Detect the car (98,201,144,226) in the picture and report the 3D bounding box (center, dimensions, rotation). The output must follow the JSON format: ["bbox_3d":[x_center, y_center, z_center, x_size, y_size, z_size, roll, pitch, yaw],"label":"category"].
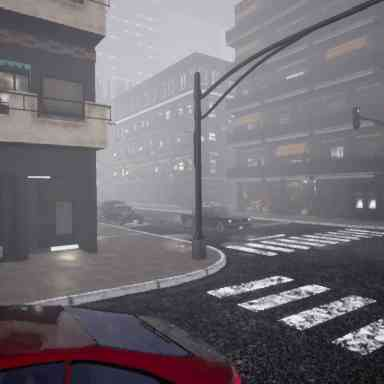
[{"bbox_3d":[-5.139,1.632,24.571,1.947,1.339,4.313,-1,1,-36],"label":"car"}]

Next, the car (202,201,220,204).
[{"bbox_3d":[1.235,1.512,29.204,2.008,1.369,4.403,-1,1,-36],"label":"car"}]

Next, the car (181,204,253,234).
[{"bbox_3d":[1.352,1.629,19.833,1.895,1.301,4.718,-1,1,-36],"label":"car"}]

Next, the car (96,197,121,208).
[{"bbox_3d":[-11.891,1.519,47.264,1.887,1.381,4.507,-1,1,-36],"label":"car"}]

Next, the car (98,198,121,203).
[{"bbox_3d":[-7.136,1.543,31.514,1.837,1.490,4.892,-1,0,-36],"label":"car"}]

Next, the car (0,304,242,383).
[{"bbox_3d":[-1.588,1.564,1.995,4.181,1.385,1.994,0,0,-36],"label":"car"}]
